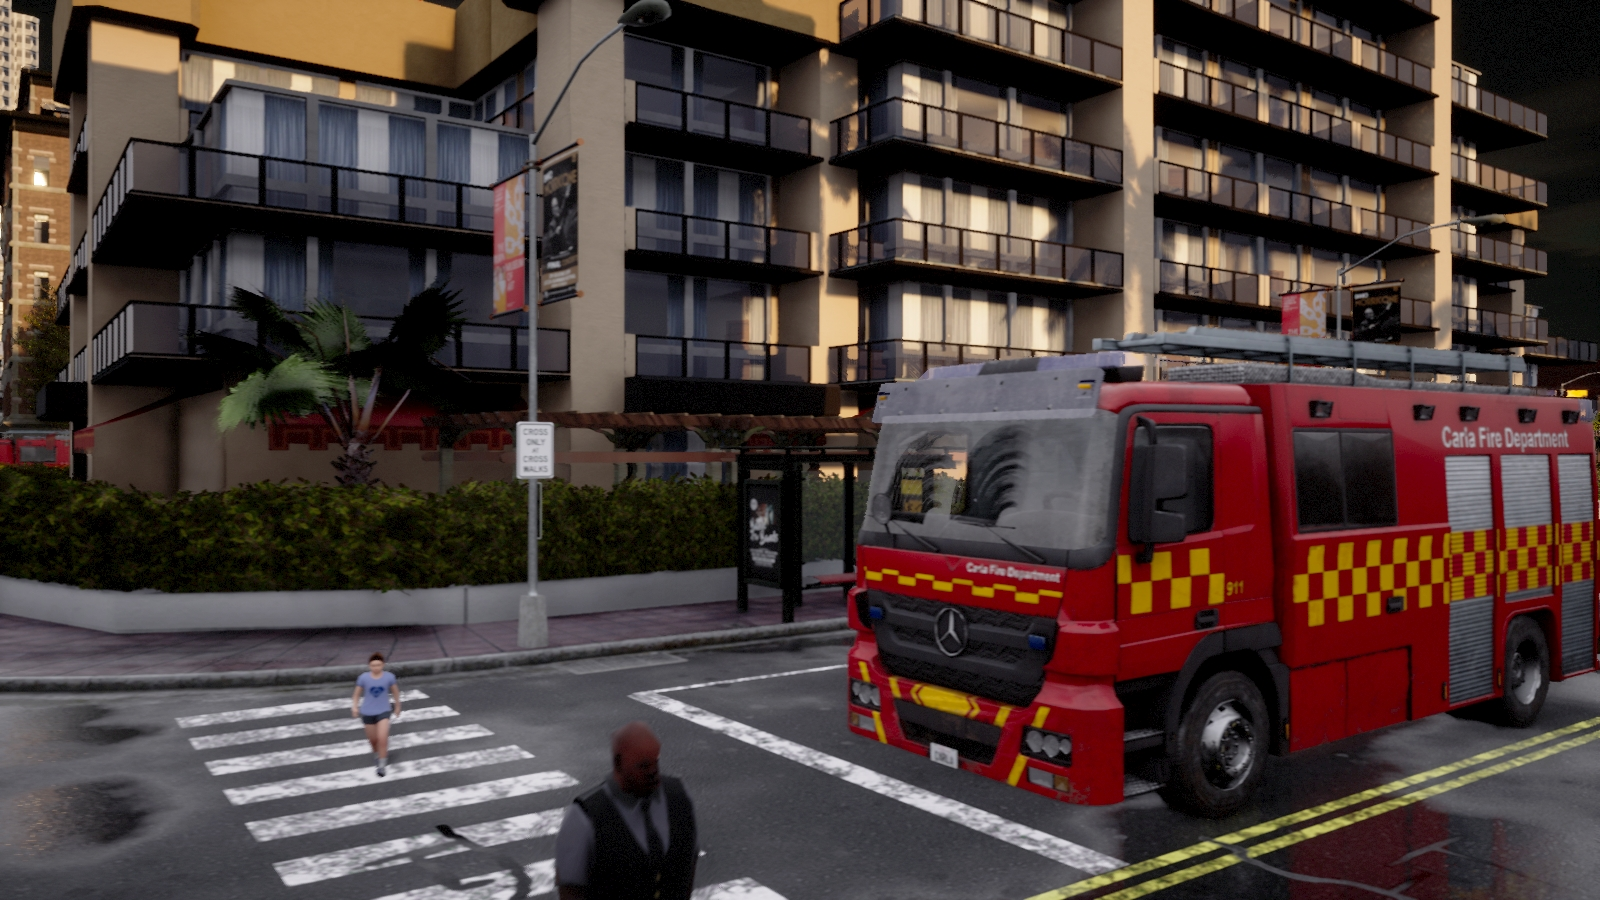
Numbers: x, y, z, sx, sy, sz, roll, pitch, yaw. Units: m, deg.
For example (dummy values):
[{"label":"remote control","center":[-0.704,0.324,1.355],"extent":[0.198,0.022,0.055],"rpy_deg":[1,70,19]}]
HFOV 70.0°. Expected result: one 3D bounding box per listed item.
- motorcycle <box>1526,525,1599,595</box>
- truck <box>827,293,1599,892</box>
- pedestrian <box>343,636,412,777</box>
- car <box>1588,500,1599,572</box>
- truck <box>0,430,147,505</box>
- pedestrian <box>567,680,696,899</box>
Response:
[{"label":"motorcycle","center":[15.882,2.224,23.460],"extent":[2.209,1.251,0.867],"rpy_deg":[0,0,-35]},{"label":"truck","center":[4.527,0.896,10.915],"extent":[8.468,3.827,2.891],"rpy_deg":[0,0,-35]},{"label":"pedestrian","center":[-3.692,2.232,10.016],"extent":[0.500,1.100,0.500],"rpy_deg":[0,0,-12]},{"label":"car","center":[21.121,2.006,27.331],"extent":[5.238,1.638,2.097],"rpy_deg":[0,0,-36]},{"label":"truck","center":[-39.484,0.894,60.497],"extent":[8.468,3.827,2.891],"rpy_deg":[0,0,-32]},{"label":"pedestrian","center":[-0.644,1.851,4.326],"extent":[0.375,1.860,0.375],"rpy_deg":[0,0,-29]}]
